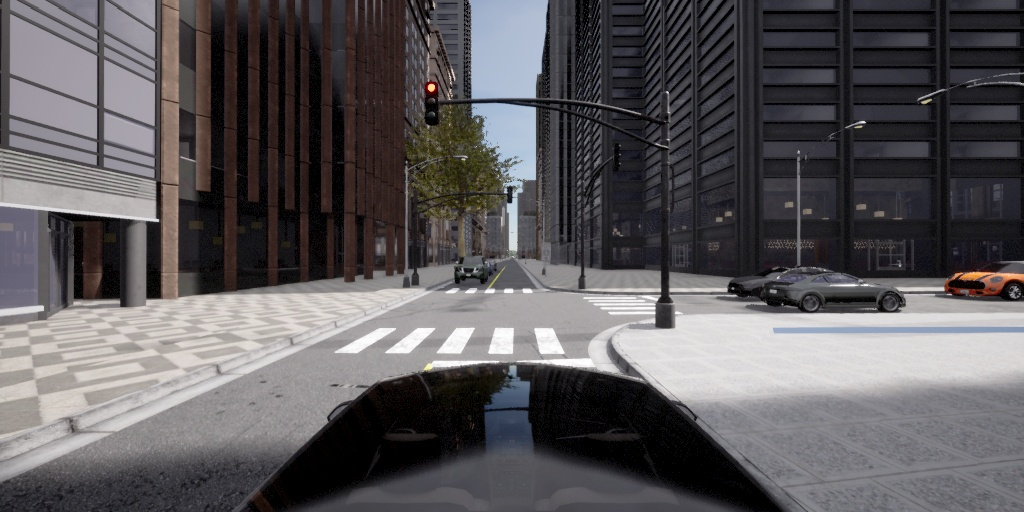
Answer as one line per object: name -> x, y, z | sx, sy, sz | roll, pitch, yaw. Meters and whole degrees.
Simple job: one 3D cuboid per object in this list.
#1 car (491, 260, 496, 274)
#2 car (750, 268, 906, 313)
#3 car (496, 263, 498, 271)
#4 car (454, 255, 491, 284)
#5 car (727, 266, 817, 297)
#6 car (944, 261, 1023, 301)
car -> -2.998, 1.286, 37.669 | 1.812, 1.442, 4.674 | 0, 0, 0
car -> 11.556, 1.256, 13.104 | 4.181, 1.385, 1.994 | 0, 0, 0
car -> -2.959, 1.269, 47.961 | 2.128, 1.511, 4.902 | 0, 0, 0
car -> -3.027, 0.975, 27.632 | 2.150, 2.045, 5.566 | 0, 0, 0
car -> 12.412, 1.206, 16.205 | 4.892, 1.490, 1.837 | 0, 0, 0
car -> 22.696, 1.016, 16.200 | 4.553, 1.767, 2.097 | 0, 0, 0
